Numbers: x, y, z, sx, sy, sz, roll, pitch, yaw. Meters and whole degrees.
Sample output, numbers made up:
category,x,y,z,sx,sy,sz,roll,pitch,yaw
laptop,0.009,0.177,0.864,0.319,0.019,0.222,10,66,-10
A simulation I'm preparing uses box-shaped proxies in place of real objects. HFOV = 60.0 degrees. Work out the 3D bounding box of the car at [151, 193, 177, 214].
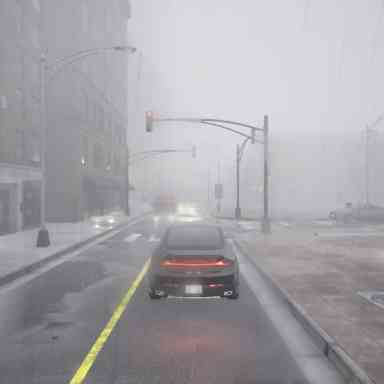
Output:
category,x,y,z,sx,sy,sz,roll,pitch,yaw
car,-2.827,1.232,36.506,2.150,2.045,5.566,0,0,1

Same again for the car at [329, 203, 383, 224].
category,x,y,z,sx,sy,sz,roll,pitch,yaw
car,12.066,1.515,23.797,4.181,1.385,1.994,0,0,0

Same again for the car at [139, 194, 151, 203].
category,x,y,z,sx,sy,sz,roll,pitch,yaw
car,-8.388,1.294,70.081,5.566,2.045,2.150,0,0,9

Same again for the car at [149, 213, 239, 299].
category,x,y,z,sx,sy,sz,roll,pitch,yaw
car,0.060,1.505,8.409,1.837,1.490,4.892,0,0,1
